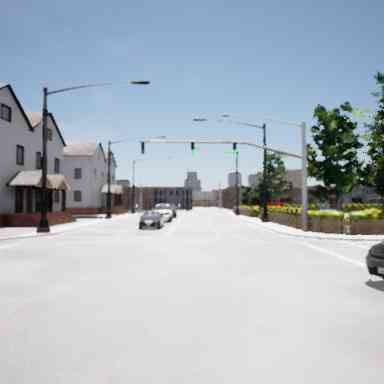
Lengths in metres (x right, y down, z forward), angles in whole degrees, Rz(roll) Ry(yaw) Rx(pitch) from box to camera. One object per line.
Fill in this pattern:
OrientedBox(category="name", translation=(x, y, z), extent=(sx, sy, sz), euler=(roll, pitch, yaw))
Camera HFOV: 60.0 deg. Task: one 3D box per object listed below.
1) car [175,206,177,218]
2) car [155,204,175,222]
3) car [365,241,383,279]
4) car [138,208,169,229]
OrientedBox(category="car", translation=(-3.423, 2.798, 49.740), extent=(2.150, 2.045, 5.566), euler=(0, -2, 1))
OrientedBox(category="car", translation=(-3.504, 2.476, 39.546), extent=(2.150, 2.045, 5.566), euler=(0, -2, 0))
OrientedBox(category="car", translation=(7.133, 1.758, 8.957), extent=(4.892, 1.490, 1.837), euler=(1, -5, -14))
OrientedBox(category="car", translation=(-3.530, 2.430, 29.520), extent=(2.128, 1.511, 4.902), euler=(0, -2, 0))
